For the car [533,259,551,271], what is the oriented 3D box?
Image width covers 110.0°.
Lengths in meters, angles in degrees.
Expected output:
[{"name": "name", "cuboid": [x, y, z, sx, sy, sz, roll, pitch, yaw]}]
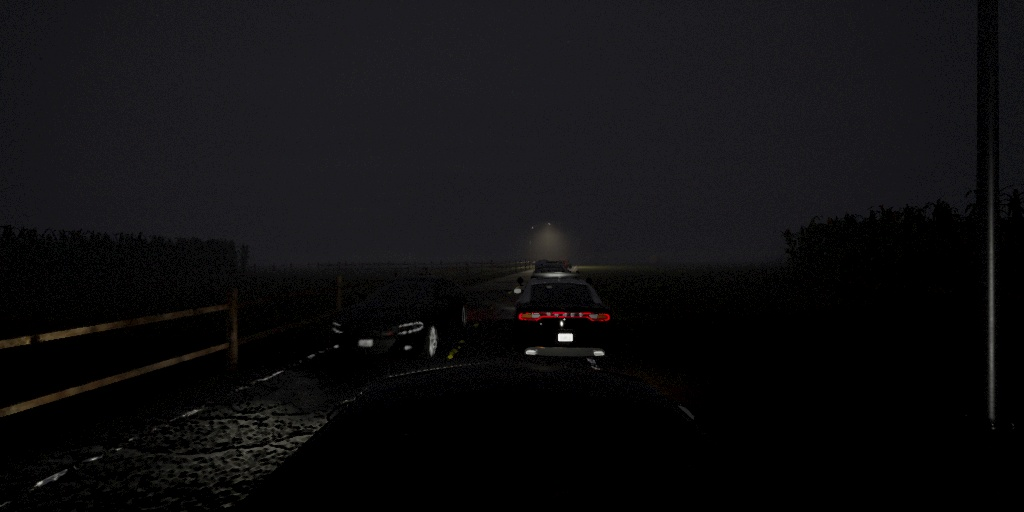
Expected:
[{"name": "car", "cuboid": [4.248, 1.183, 49.466, 1.882, 1.535, 5.008, 0, 0, 12]}]

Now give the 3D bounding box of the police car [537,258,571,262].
[{"name": "police car", "cuboid": [2.855, 1.159, 24.295, 1.930, 1.638, 5.238, 0, 0, 10]}]

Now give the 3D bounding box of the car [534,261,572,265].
[{"name": "car", "cuboid": [1.967, 1.218, 18.342, 1.882, 1.535, 5.008, 0, 0, 7]}]

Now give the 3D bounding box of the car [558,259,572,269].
[{"name": "car", "cuboid": [8.271, 1.259, 55.911, 1.994, 1.385, 4.181, 0, 0, 11]}]

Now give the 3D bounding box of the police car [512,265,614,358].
[{"name": "police car", "cuboid": [1.057, 1.173, 8.647, 1.930, 1.638, 5.238, 0, 0, 3]}]

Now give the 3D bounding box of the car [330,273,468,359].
[{"name": "car", "cuboid": [-2.353, 1.226, 8.665, 1.882, 1.535, 5.008, 0, 0, 4]}]
